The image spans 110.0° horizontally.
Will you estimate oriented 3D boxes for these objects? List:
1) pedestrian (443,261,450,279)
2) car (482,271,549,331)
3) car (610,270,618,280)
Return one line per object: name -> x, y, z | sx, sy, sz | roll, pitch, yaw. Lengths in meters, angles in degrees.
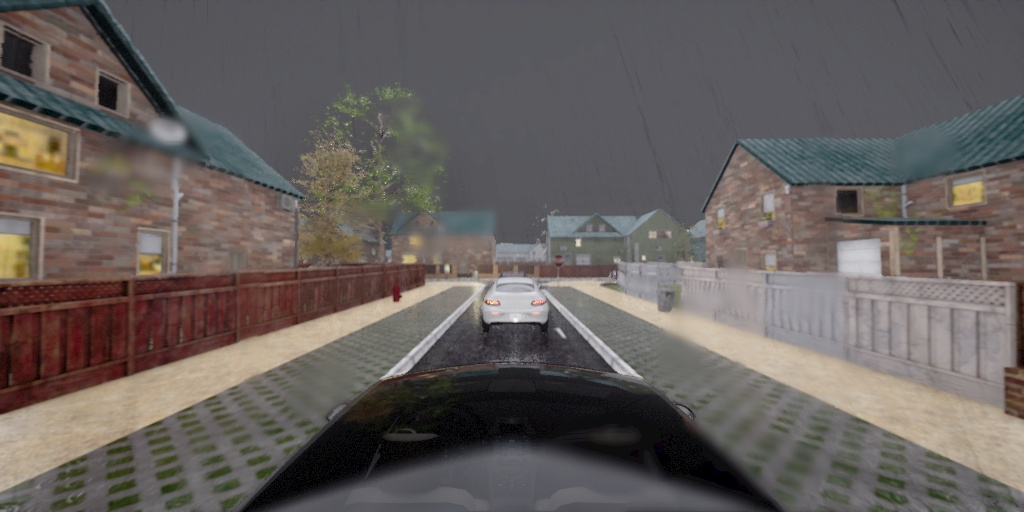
pedestrian -> -6.724, 1.454, 36.935 | 0.375, 1.860, 0.375 | 0, -1, 1
car -> 0.091, 1.370, 11.293 | 1.812, 1.442, 4.674 | 0, -1, 0
car -> 11.603, 1.567, 33.785 | 4.674, 1.442, 1.812 | 0, -2, 1
